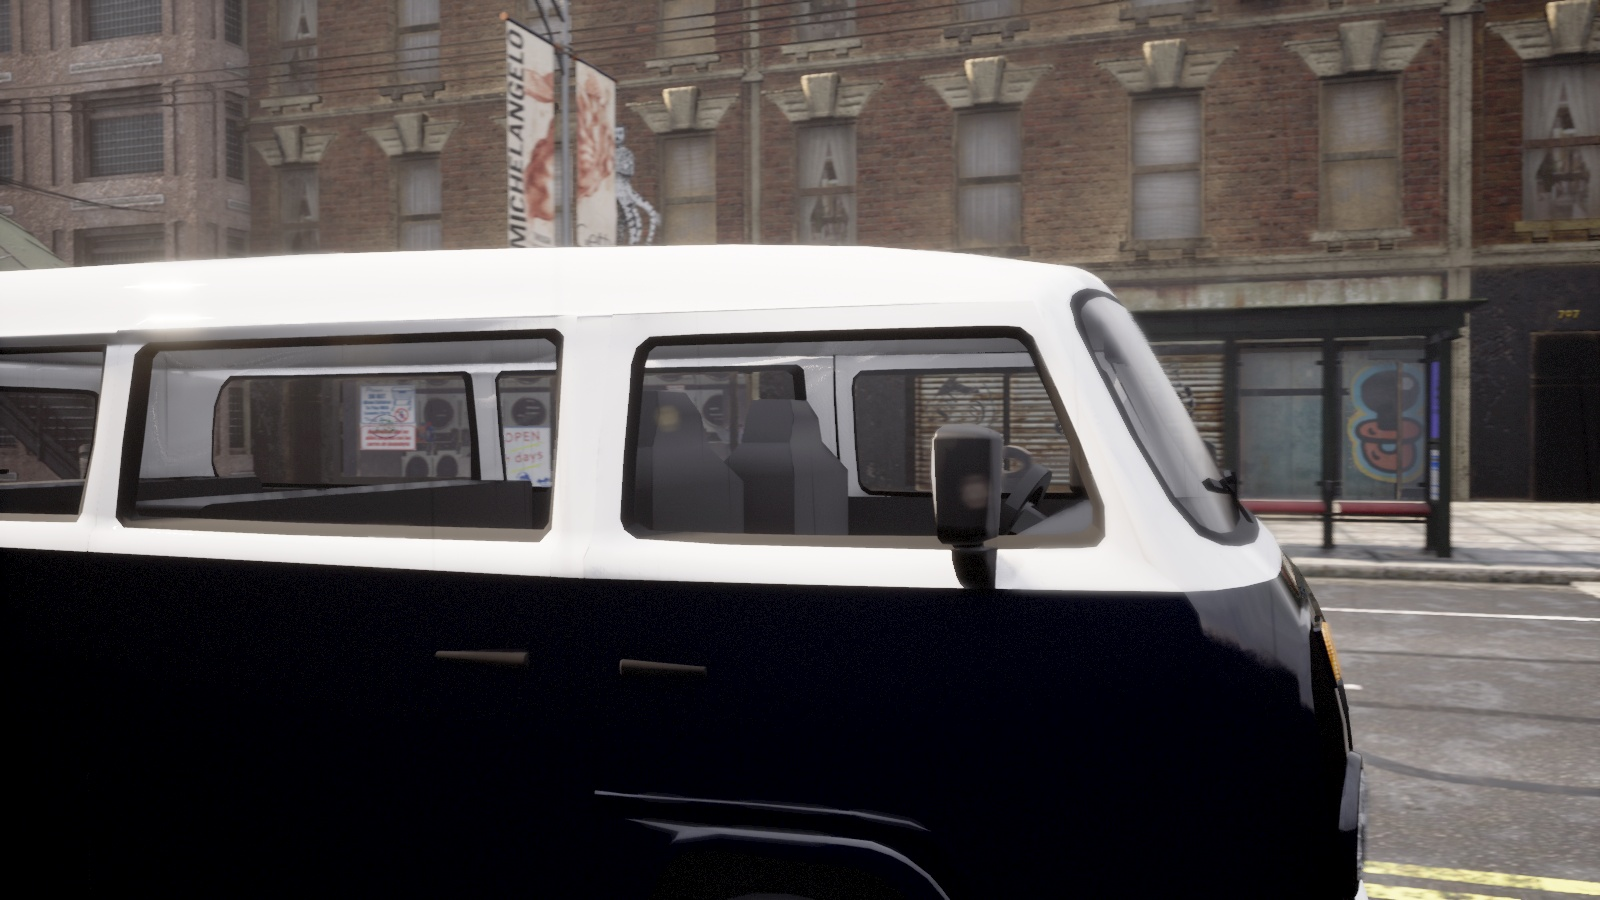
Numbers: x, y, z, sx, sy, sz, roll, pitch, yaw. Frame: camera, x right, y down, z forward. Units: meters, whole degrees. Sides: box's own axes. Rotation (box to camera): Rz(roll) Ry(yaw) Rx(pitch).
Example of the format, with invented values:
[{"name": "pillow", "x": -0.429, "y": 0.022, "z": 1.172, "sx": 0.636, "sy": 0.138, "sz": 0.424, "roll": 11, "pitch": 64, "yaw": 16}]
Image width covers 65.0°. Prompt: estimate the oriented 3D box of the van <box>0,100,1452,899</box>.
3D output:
[{"name": "van", "x": -0.877, "y": 0.491, "z": 3.484, "sx": 4.480, "sy": 2.038, "sz": 2.069, "roll": 1, "pitch": 1, "yaw": 19}]
